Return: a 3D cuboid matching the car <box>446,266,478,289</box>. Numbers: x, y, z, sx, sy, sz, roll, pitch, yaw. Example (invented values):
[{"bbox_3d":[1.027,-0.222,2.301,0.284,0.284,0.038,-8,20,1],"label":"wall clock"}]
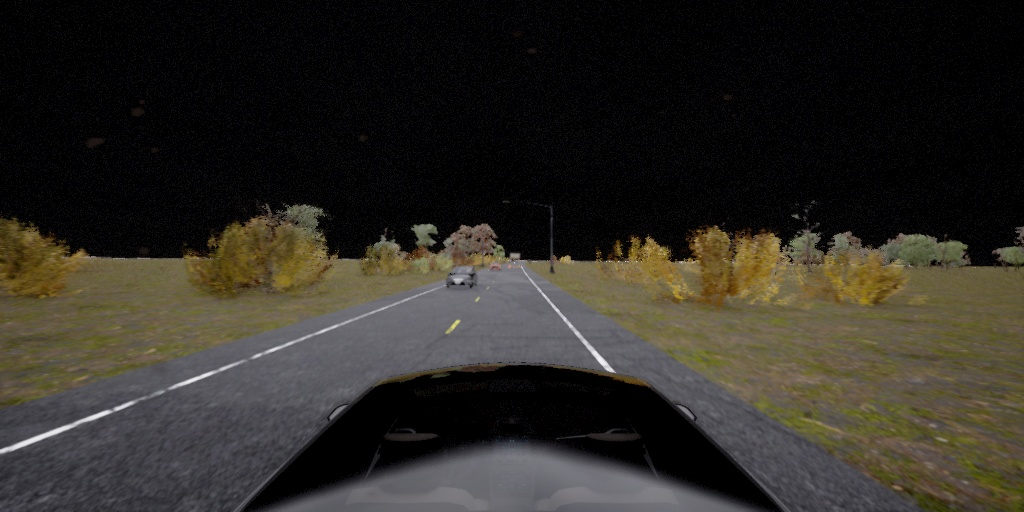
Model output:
[{"bbox_3d":[-3.531,1.503,25.962,2.128,1.511,4.902,0,-1,0],"label":"car"}]
